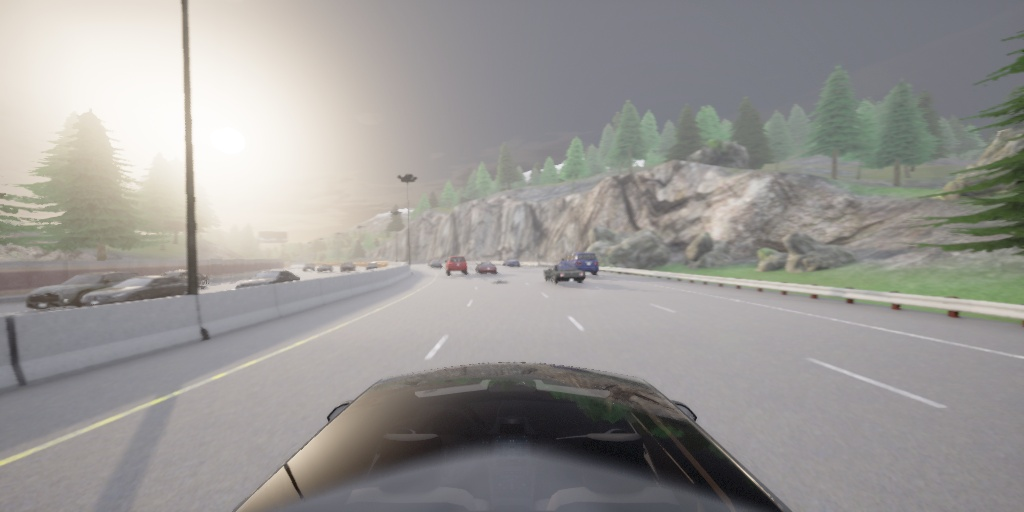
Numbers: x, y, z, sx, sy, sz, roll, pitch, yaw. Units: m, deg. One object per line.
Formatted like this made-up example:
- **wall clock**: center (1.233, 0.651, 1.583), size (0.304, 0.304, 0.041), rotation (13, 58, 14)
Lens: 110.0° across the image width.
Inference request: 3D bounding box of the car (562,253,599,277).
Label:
- **car**: center (5.824, 0.750, 31.847), size (2.150, 2.045, 5.566), rotation (-1, 0, -9)

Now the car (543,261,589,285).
- **car**: center (3.448, 1.209, 24.634), size (1.895, 1.301, 4.718), rotation (-1, 0, -7)

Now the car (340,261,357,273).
- **car**: center (-26.138, 1.674, 57.389), size (2.097, 1.767, 4.553), rotation (-2, 0, -20)

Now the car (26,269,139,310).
- **car**: center (-21.441, 1.633, 18.487), size (2.097, 1.767, 4.553), rotation (-2, 0, -4)

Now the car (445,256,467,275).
- **car**: center (-6.426, 1.054, 41.099), size (2.150, 2.045, 5.566), rotation (-1, 0, -14)

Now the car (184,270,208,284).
- **car**: center (-25.906, 1.888, 27.761), size (1.837, 1.490, 4.892), rotation (-1, 0, -8)

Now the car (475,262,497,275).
- **car**: center (-2.956, 1.307, 40.425), size (1.994, 1.385, 4.181), rotation (-1, 0, -12)

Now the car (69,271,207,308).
- **car**: center (-17.851, 1.715, 17.532), size (1.812, 1.442, 4.674), rotation (-1, 0, -4)

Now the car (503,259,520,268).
- **car**: center (-0.118, 1.156, 57.580), size (1.812, 1.442, 4.674), rotation (-1, 0, -18)

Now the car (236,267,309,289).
- **car**: center (-14.683, 1.621, 21.989), size (1.812, 1.442, 4.674), rotation (-2, 0, -5)

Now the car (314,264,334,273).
- **car**: center (-30.073, 1.979, 57.904), size (1.994, 1.385, 4.181), rotation (-2, 0, -20)
